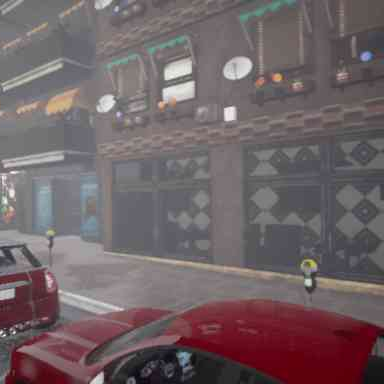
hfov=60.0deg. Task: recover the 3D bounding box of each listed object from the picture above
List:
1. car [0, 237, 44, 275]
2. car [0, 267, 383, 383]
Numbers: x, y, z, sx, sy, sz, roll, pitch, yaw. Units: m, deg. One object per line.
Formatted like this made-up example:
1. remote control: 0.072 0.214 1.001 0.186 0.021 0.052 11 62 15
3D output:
1. car: -4.159 1.448 5.724 4.097 1.590 1.967 0 -1 36
2. car: 0.339 1.546 2.503 4.507 1.381 1.887 0 -1 36
